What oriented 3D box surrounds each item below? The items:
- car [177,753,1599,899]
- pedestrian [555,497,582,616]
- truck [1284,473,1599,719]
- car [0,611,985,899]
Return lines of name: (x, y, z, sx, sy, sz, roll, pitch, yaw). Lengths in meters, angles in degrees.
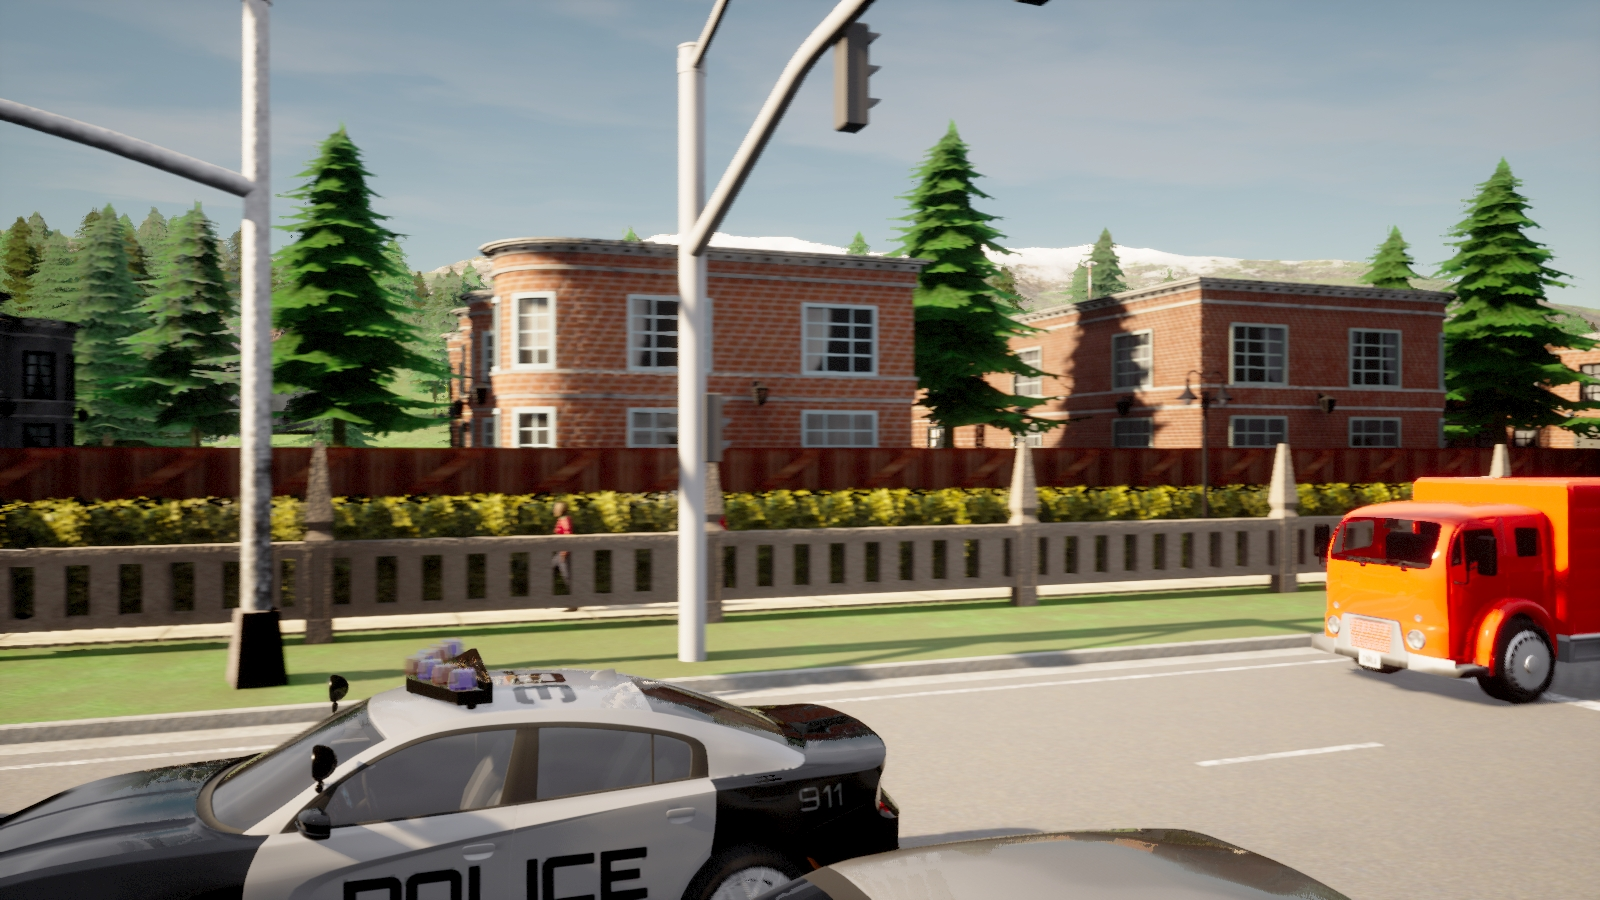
car: (0.370, 2.065, 3.436, 4.193, 1.474, 1.816, 0, 0, -20)
pedestrian: (-3.724, 1.702, 18.355, 0.375, 1.860, 0.375, 0, 0, -20)
truck: (8.987, 1.567, 14.024, 5.204, 2.467, 2.627, 0, 0, -20)
car: (-1.803, 1.982, 6.367, 5.238, 1.638, 2.097, 0, 0, -20)
